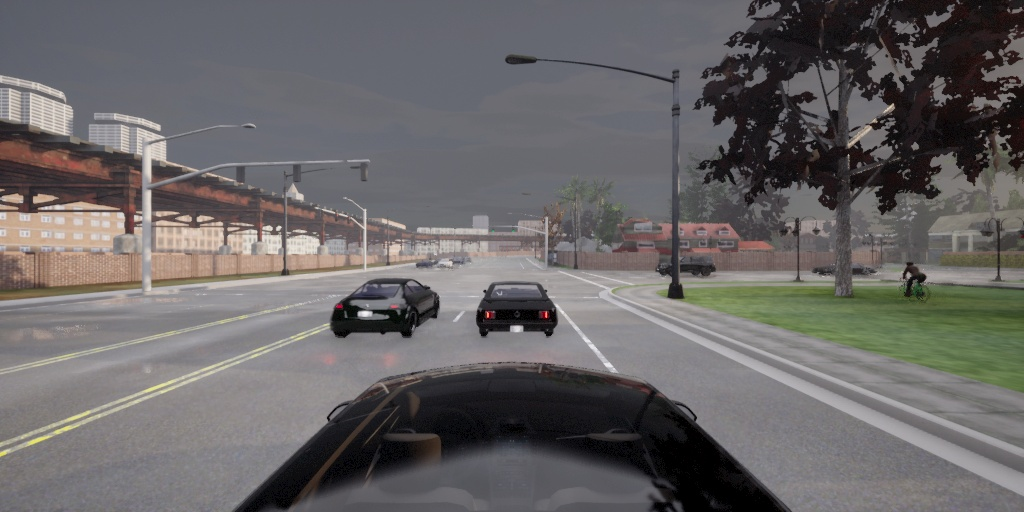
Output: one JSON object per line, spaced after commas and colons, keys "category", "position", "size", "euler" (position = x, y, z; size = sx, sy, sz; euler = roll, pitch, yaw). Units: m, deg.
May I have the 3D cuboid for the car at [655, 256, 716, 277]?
{"category": "car", "position": [17.266, 0.975, 35.696], "size": [5.566, 2.045, 2.150], "euler": [0, 0, -2]}

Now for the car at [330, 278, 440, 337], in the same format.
{"category": "car", "position": [-3.394, 1.315, 10.342], "size": [1.994, 1.385, 4.181], "euler": [0, 0, 1]}

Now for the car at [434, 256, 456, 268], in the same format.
{"category": "car", "position": [-10.528, 1.165, 56.635], "size": [1.812, 1.442, 4.674], "euler": [0, 1, 0]}

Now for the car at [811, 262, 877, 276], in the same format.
{"category": "car", "position": [33.412, 1.301, 36.079], "size": [5.357, 1.411, 2.033], "euler": [0, 0, -1]}

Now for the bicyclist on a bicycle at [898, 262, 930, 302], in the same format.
{"category": "bicyclist on a bicycle", "position": [16.551, 1.065, 14.787], "size": [0.582, 1.620, 1.656], "euler": [0, -2, 18]}

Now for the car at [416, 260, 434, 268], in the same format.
{"category": "car", "position": [-14.036, 1.232, 57.685], "size": [1.895, 1.301, 4.718], "euler": [0, 1, 0]}

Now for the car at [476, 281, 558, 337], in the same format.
{"category": "car", "position": [0.098, 1.352, 10.287], "size": [1.895, 1.301, 4.718], "euler": [0, 0, 0]}
